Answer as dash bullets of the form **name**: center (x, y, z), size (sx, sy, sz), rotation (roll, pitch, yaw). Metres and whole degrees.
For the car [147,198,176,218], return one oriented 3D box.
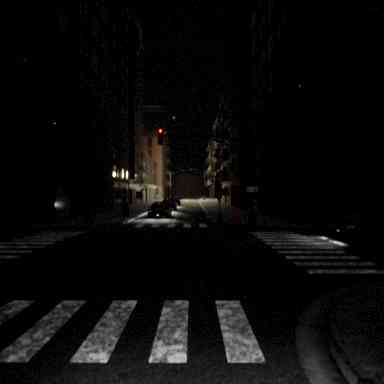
- **car**: center (-2.826, 1.523, 30.238), size (2.033, 1.411, 5.357), rotation (0, 0, 0)

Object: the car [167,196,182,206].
- **car**: center (-2.801, 1.439, 53.919), size (2.128, 1.511, 4.902), rotation (0, 0, 0)

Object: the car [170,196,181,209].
- **car**: center (-2.814, 1.455, 40.879), size (2.128, 1.511, 4.902), rotation (0, 0, 0)

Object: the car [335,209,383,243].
- **car**: center (9.151, 1.532, 15.467), size (4.674, 1.442, 1.812), rotation (0, 0, 1)
